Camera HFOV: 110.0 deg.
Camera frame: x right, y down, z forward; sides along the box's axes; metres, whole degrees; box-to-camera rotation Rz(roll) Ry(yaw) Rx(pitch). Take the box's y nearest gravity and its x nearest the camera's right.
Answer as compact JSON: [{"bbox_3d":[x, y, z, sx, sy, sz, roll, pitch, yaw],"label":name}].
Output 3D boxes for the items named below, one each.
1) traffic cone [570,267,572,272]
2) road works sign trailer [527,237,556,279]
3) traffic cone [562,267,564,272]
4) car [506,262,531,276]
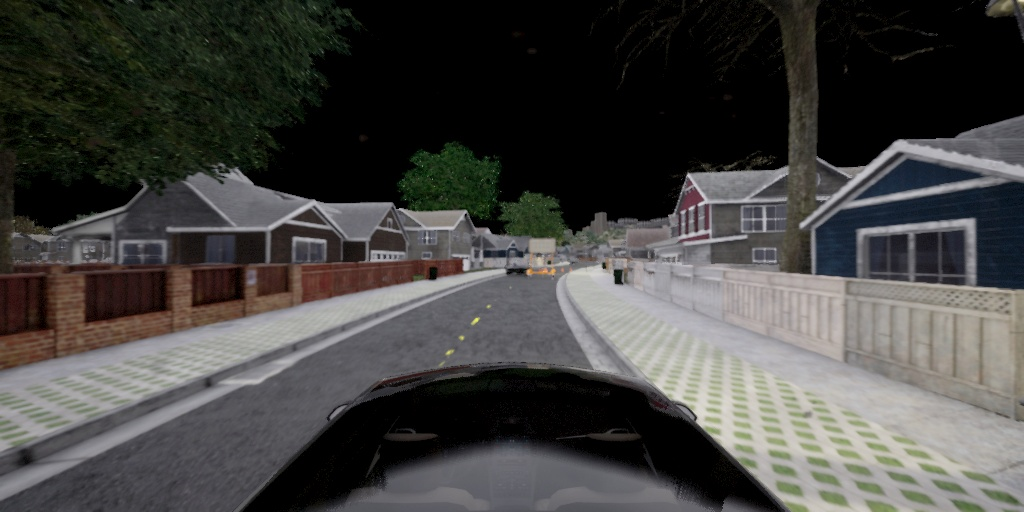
[{"bbox_3d":[7.124,1.628,43.520,0.340,0.580,0.340,0,0,12],"label":"traffic cone"},{"bbox_3d":[2.635,0.146,31.183,2.380,3.560,2.880,0,0,12],"label":"road works sign trailer"},{"bbox_3d":[6.146,1.629,43.727,0.340,0.580,0.340,0,0,12],"label":"traffic cone"},{"bbox_3d":[0.695,1.278,35.374,1.895,1.301,4.718,0,0,12],"label":"car"}]
